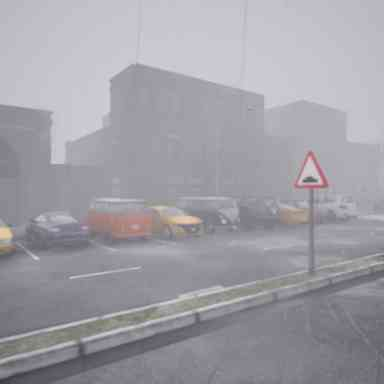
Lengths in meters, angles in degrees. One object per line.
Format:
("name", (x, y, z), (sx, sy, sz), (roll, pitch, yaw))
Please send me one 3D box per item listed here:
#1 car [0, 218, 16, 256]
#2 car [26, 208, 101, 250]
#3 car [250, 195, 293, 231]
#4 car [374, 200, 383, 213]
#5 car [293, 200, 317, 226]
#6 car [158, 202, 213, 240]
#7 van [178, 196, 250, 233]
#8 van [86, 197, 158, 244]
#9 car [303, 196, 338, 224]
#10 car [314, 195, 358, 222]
("car", (-8.006, 1.502, 12.677), (1.946, 1.575, 5.366), (0, 0, -36))
("car", (-5.869, 1.540, 14.430), (2.002, 1.452, 4.674), (0, 0, -36))
("car", (3.086, 1.236, 20.870), (2.435, 2.045, 5.566), (0, 0, -36))
("car", (21.067, 1.464, 33.655), (2.163, 1.488, 4.792), (0, 0, -36))
("car", (5.451, 1.482, 22.519), (2.097, 1.535, 5.008), (0, 0, -36))
("car", (-1.387, 1.493, 17.644), (2.097, 1.535, 5.008), (0, 0, -36))
("van", (0.927, 1.264, 19.148), (1.878, 1.987, 4.442), (0, 0, -36))
("van", (-3.696, 1.270, 16.130), (1.878, 1.987, 4.442), (0, 0, -36))
("car", (7.672, 1.353, 24.152), (2.185, 1.767, 4.553), (0, 0, -36))
("car", (9.817, 1.223, 25.683), (2.435, 2.045, 5.566), (0, 0, -36))
